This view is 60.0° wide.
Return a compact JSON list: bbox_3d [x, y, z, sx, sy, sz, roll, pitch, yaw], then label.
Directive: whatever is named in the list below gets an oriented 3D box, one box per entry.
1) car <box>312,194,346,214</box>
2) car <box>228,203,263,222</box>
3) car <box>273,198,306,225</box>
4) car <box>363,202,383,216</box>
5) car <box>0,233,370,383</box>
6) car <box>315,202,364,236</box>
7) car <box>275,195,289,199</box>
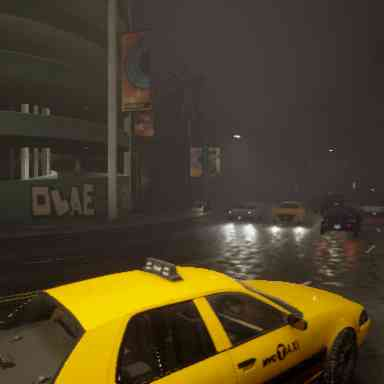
[{"bbox_3d":[13.036,1.207,31.758,2.150,2.045,5.566,0,0,9],"label":"car"},{"bbox_3d":[4.295,1.582,26.373,1.895,1.301,4.718,0,0,22],"label":"car"},{"bbox_3d":[7.216,1.462,24.382,1.882,1.535,5.008,0,0,23],"label":"car"},{"bbox_3d":[16.551,1.585,31.763,1.895,1.301,4.718,0,0,8],"label":"car"},{"bbox_3d":[-0.077,1.453,3.385,5.366,1.575,1.801,0,0,-39],"label":"car"},{"bbox_3d":[8.251,1.515,18.338,1.812,1.442,4.674,0,0,29],"label":"car"},{"bbox_3d":[18.161,1.437,67.071,2.231,1.521,4.892,0,0,-4],"label":"car"}]
